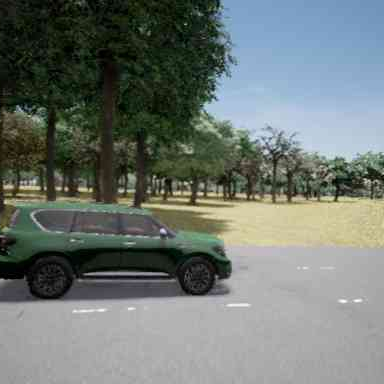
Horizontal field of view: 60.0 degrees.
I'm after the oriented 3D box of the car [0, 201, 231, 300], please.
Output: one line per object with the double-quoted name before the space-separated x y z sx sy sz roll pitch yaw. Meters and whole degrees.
"car" -1.787 1.352 8.462 5.566 2.045 2.150 3 -1 -16
